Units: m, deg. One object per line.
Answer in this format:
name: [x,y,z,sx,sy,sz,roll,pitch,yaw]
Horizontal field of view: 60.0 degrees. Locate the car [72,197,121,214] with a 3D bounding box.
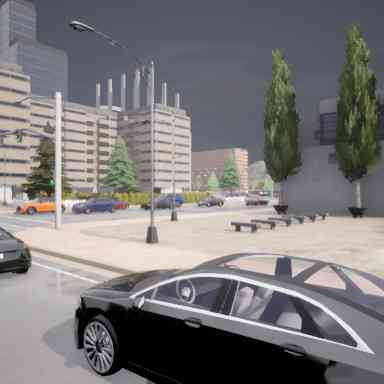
car: [-10.186,1.352,34.744,2.097,1.767,4.553,0,0,41]

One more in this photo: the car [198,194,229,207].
car: [2.830,1.492,49.752,2.128,1.511,4.902,0,0,41]

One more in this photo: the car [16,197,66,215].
car: [-15.447,1.352,34.113,2.097,1.767,4.553,0,0,42]

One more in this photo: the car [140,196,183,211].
car: [-3.982,1.547,41.906,2.033,1.411,5.357,0,0,41]

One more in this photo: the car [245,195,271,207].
car: [10.484,1.601,52.958,1.895,1.301,4.718,0,0,41]

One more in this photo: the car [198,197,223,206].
car: [3.125,1.526,55.414,1.812,1.442,4.674,0,0,41]

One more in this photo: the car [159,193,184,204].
car: [-3.591,1.221,47.697,2.150,2.045,5.566,0,0,41]

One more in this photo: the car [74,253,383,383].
car: [0.574,1.492,3.866,4.902,1.511,2.128,0,0,37]

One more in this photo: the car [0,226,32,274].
car: [-6.333,1.564,9.484,4.181,1.385,1.994,0,0,40]

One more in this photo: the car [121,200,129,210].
car: [-9.749,1.564,40.588,1.994,1.385,4.181,0,0,41]
